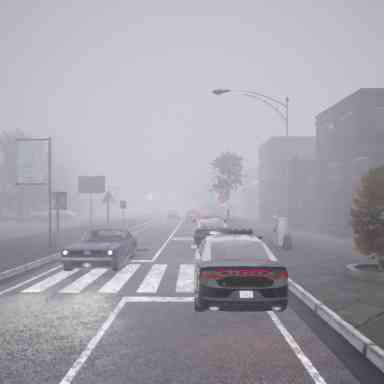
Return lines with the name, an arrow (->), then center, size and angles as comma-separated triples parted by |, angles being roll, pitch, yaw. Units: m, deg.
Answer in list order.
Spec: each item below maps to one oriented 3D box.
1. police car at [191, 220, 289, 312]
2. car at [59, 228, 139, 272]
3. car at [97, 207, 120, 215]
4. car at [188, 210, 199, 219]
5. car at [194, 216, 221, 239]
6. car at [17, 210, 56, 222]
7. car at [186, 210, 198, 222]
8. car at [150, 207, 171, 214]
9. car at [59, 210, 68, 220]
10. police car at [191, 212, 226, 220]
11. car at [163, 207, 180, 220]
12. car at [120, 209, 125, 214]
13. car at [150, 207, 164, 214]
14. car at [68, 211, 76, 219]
police car -> 0.999, 1.766, 8.664 | 1.930, 1.638, 5.238 | 0, -2, 0
car -> -3.322, 2.103, 12.768 | 1.895, 1.301, 4.718 | 0, -2, 0
car -> -21.559, 4.965, 84.316 | 5.008, 1.535, 2.097 | 0, -2, 0
car -> 0.253, 4.033, 60.097 | 2.033, 1.411, 5.357 | 0, -2, 0
car -> 1.064, 2.527, 24.551 | 1.812, 1.442, 4.674 | 0, -2, 0
car -> -21.766, 3.397, 46.166 | 4.674, 1.452, 2.002 | 0, -2, 0
car -> 0.210, 3.278, 46.665 | 2.097, 1.767, 4.553 | 0, -2, 1
car -> -8.484, 4.964, 89.818 | 5.566, 2.045, 2.435 | 0, -3, 0
car -> -21.746, 3.496, 49.440 | 4.892, 1.521, 2.231 | 0, -2, 0
police car -> 1.037, 2.179, 18.665 | 1.930, 1.638, 5.238 | 0, -2, 0
car -> -3.025, 3.583, 54.008 | 2.097, 1.767, 4.553 | 0, -2, 0
car -> -21.541, 5.219, 89.879 | 5.008, 1.535, 2.097 | 0, -3, 0
car -> -8.464, 5.087, 87.008 | 4.892, 1.521, 2.231 | 0, -3, 0
car -> -21.740, 3.632, 52.711 | 5.008, 1.535, 2.097 | 0, -2, 0
